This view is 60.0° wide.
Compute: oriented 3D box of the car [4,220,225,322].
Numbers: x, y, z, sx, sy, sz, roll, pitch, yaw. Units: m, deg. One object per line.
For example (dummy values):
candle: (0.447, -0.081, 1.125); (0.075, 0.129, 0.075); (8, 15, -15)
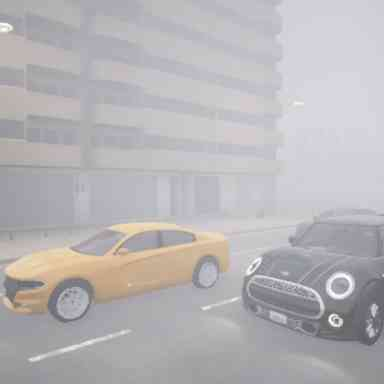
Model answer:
car: (-1.348, 1.453, 7.424); (5.008, 1.535, 1.882); (-1, 0, -38)

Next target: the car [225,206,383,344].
car: (3.064, 1.288, 6.443); (4.553, 1.767, 2.097); (-1, 0, -38)

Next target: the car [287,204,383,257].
car: (6.128, 1.347, 13.296); (5.008, 1.535, 1.882); (-1, 0, -38)
